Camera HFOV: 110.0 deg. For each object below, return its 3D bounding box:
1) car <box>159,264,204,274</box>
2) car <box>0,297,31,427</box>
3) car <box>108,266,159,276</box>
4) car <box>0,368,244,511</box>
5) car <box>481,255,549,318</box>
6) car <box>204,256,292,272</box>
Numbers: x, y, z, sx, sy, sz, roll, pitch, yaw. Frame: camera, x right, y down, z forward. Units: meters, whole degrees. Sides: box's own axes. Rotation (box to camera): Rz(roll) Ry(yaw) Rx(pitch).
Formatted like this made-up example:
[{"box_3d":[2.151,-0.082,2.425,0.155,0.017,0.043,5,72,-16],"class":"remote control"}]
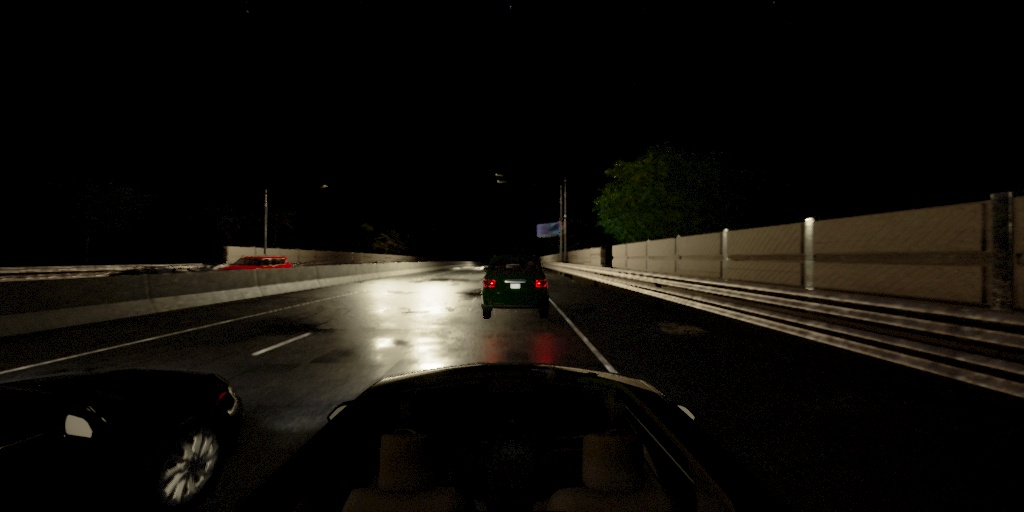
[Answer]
[{"box_3d":[-21.094,1.313,25.104,2.128,1.511,4.902,0,0,0],"class":"car"},{"box_3d":[-6.900,1.255,2.012,1.837,1.490,4.892,0,0,0],"class":"car"},{"box_3d":[-24.593,1.380,24.174,1.994,1.385,4.181,0,0,0],"class":"car"},{"box_3d":[-3.400,1.255,1.327,1.837,1.490,4.892,0,0,0],"class":"car"},{"box_3d":[0.102,0.993,13.284,2.150,2.045,5.566,0,0,0],"class":"car"},{"box_3d":[-17.595,1.040,24.673,2.150,2.045,5.566,0,0,0],"class":"car"}]
